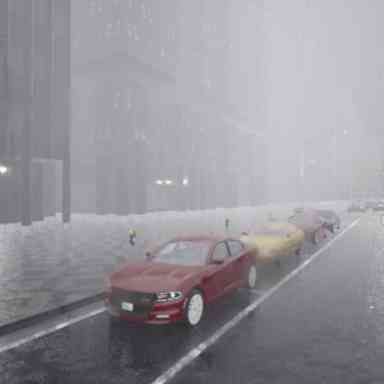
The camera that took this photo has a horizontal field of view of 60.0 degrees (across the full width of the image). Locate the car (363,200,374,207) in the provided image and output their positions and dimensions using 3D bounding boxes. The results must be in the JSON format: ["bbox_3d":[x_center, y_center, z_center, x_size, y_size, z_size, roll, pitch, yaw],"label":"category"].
[{"bbox_3d":[40.265,2.607,75.934,1.947,1.339,4.313,-1,-1,30],"label":"car"}]

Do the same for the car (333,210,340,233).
[{"bbox_3d":[8.694,1.862,22.055,1.947,1.339,4.313,0,-1,30],"label":"car"}]

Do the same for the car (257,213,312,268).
[{"bbox_3d":[2.868,1.687,12.113,1.752,1.417,4.829,0,-1,30],"label":"car"}]

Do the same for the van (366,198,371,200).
[{"bbox_3d":[28.784,2.110,56.345,1.690,1.788,3.998,0,-1,30],"label":"van"}]

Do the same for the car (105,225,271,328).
[{"bbox_3d":[0.084,1.643,7.361,1.887,1.381,4.507,0,-1,30],"label":"car"}]

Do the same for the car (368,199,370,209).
[{"bbox_3d":[25.914,2.251,51.443,2.008,1.369,4.403,0,-1,30],"label":"car"}]

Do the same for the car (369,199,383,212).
[{"bbox_3d":[27.237,2.162,48.237,1.837,1.490,4.892,0,-1,30],"label":"car"}]

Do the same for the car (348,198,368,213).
[{"bbox_3d":[23.044,2.073,46.547,1.967,1.590,4.097,0,-1,30],"label":"car"}]

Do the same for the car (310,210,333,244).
[{"bbox_3d":[5.824,1.774,17.157,1.887,1.381,4.507,0,-1,30],"label":"car"}]
